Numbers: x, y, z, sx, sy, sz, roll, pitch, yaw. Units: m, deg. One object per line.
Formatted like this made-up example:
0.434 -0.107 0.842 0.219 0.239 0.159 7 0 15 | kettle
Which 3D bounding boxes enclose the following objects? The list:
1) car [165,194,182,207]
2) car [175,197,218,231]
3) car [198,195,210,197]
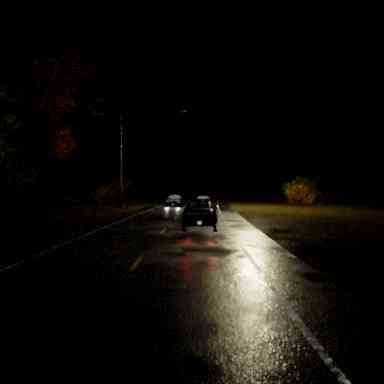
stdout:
-2.079 1.013 41.104 2.033 1.411 5.357 0 1 4 | car
0.440 1.250 18.648 2.128 1.511 4.902 0 1 2 | car
1.323 1.056 37.705 2.033 1.411 5.357 0 1 4 | car
